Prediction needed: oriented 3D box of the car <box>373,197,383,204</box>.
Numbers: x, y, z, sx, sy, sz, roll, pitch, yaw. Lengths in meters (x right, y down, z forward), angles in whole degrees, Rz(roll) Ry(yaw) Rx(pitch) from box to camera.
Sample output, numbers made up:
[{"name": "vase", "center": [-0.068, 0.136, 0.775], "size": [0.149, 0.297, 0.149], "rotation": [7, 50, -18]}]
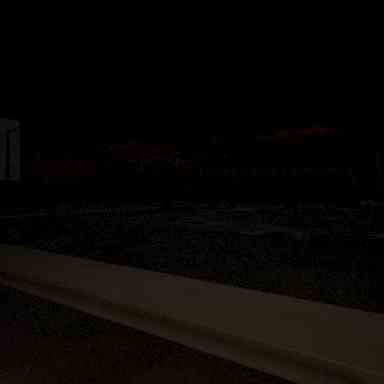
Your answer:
[{"name": "car", "center": [37.525, 1.734, 65.324], "size": [2.038, 1.542, 4.974], "rotation": [1, 1, 6]}]

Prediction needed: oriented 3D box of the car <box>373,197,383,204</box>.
[{"name": "car", "center": [37.532, 1.576, 65.374], "size": [1.853, 1.218, 4.536], "rotation": [1, 1, 6]}]
